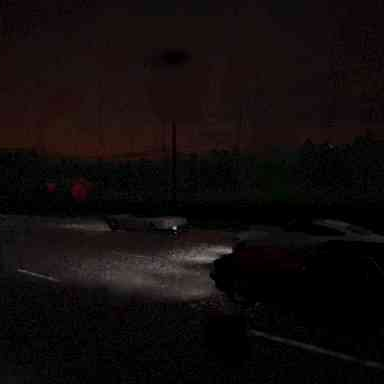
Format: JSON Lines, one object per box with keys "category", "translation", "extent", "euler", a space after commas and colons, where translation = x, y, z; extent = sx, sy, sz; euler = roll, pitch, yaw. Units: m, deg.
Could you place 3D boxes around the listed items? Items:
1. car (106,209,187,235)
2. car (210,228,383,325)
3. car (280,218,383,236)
{"category": "car", "translation": [-2.694, 1.601, 18.811], "extent": [4.718, 1.301, 1.895], "euler": [0, 0, 35]}
{"category": "car", "translation": [2.723, 1.601, 6.351], "extent": [4.718, 1.301, 1.895], "euler": [0, 0, 35]}
{"category": "car", "translation": [3.467, 1.526, 10.118], "extent": [4.674, 1.442, 1.812], "euler": [0, 0, 36]}
